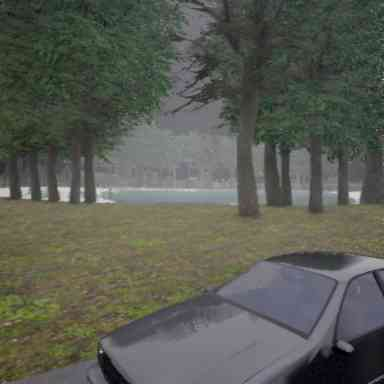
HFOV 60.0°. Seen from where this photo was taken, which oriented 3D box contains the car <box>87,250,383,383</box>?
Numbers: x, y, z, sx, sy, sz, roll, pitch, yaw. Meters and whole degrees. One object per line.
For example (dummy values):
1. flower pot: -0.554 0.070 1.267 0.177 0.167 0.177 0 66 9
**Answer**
1. car: 1.600 1.519 4.125 5.357 1.411 2.033 0 1 -33
